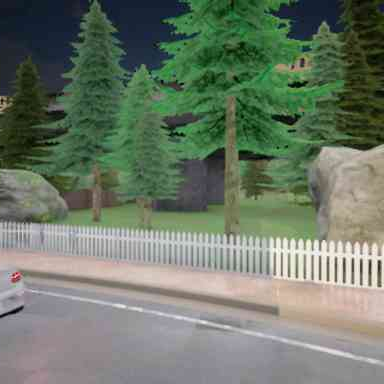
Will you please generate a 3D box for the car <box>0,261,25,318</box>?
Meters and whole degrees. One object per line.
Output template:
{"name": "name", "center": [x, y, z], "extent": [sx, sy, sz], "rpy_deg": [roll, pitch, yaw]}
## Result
{"name": "car", "center": [-5.003, 1.505, 5.707], "extent": [4.674, 1.442, 1.812], "rpy_deg": [0, 0, 23]}
